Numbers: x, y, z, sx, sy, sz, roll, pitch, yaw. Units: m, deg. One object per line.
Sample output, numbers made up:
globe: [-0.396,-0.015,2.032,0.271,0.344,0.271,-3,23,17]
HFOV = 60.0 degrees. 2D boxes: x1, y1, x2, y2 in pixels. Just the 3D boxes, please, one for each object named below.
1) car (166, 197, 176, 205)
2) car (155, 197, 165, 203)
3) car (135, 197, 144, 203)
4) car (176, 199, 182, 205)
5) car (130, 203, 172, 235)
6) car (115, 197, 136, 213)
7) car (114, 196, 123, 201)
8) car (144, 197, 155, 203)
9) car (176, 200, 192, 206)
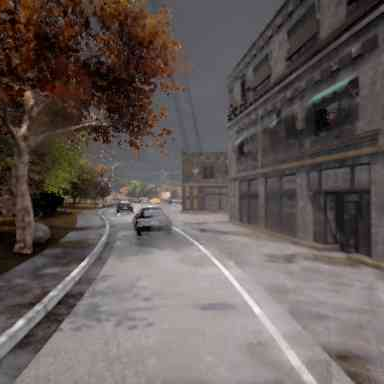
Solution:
car: [-7.068,2.289,87.014,2.435,2.045,5.566,4,-2,-29]
car: [-9.513,2.372,85.641,2.097,1.535,5.008,4,-2,-29]
car: [-14.408,2.041,83.014,2.163,1.488,4.792,4,-3,-29]
car: [-4.618,2.699,88.307,2.231,1.521,4.892,3,-2,-29]
car: [-2.357,1.596,19.316,1.994,1.385,4.181,0,0,-12]
car: [-7.947,1.656,39.511,1.812,1.442,4.674,0,-1,-12]
car: [-16.820,1.856,81.634,2.163,1.488,4.792,4,-3,-29]
car: [-11.960,2.070,84.351,2.185,1.767,4.553,4,-2,-29]
car: [-2.172,2.876,89.614,2.163,1.488,4.792,3,-2,-29]
